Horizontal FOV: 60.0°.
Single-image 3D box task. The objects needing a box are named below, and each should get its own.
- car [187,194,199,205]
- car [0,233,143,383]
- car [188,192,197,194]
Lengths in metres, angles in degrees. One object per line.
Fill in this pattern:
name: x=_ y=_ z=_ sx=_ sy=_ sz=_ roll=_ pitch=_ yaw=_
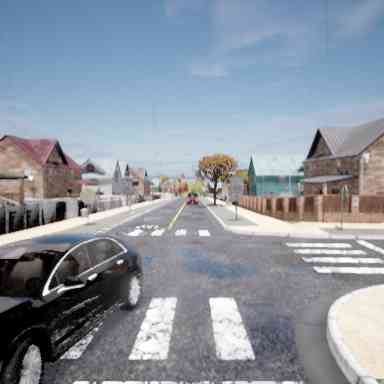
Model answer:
car: x=0.091 y=1.433 z=55.312 sx=1.895 sy=1.301 sz=4.718 roll=0 pitch=0 yaw=0
car: x=-2.272 y=1.478 z=5.058 sx=1.837 sy=1.490 sz=4.892 roll=-3 pitch=0 yaw=12
car: x=0.107 y=1.063 z=65.332 sx=2.150 sy=2.045 sz=5.566 roll=0 pitch=0 yaw=0
